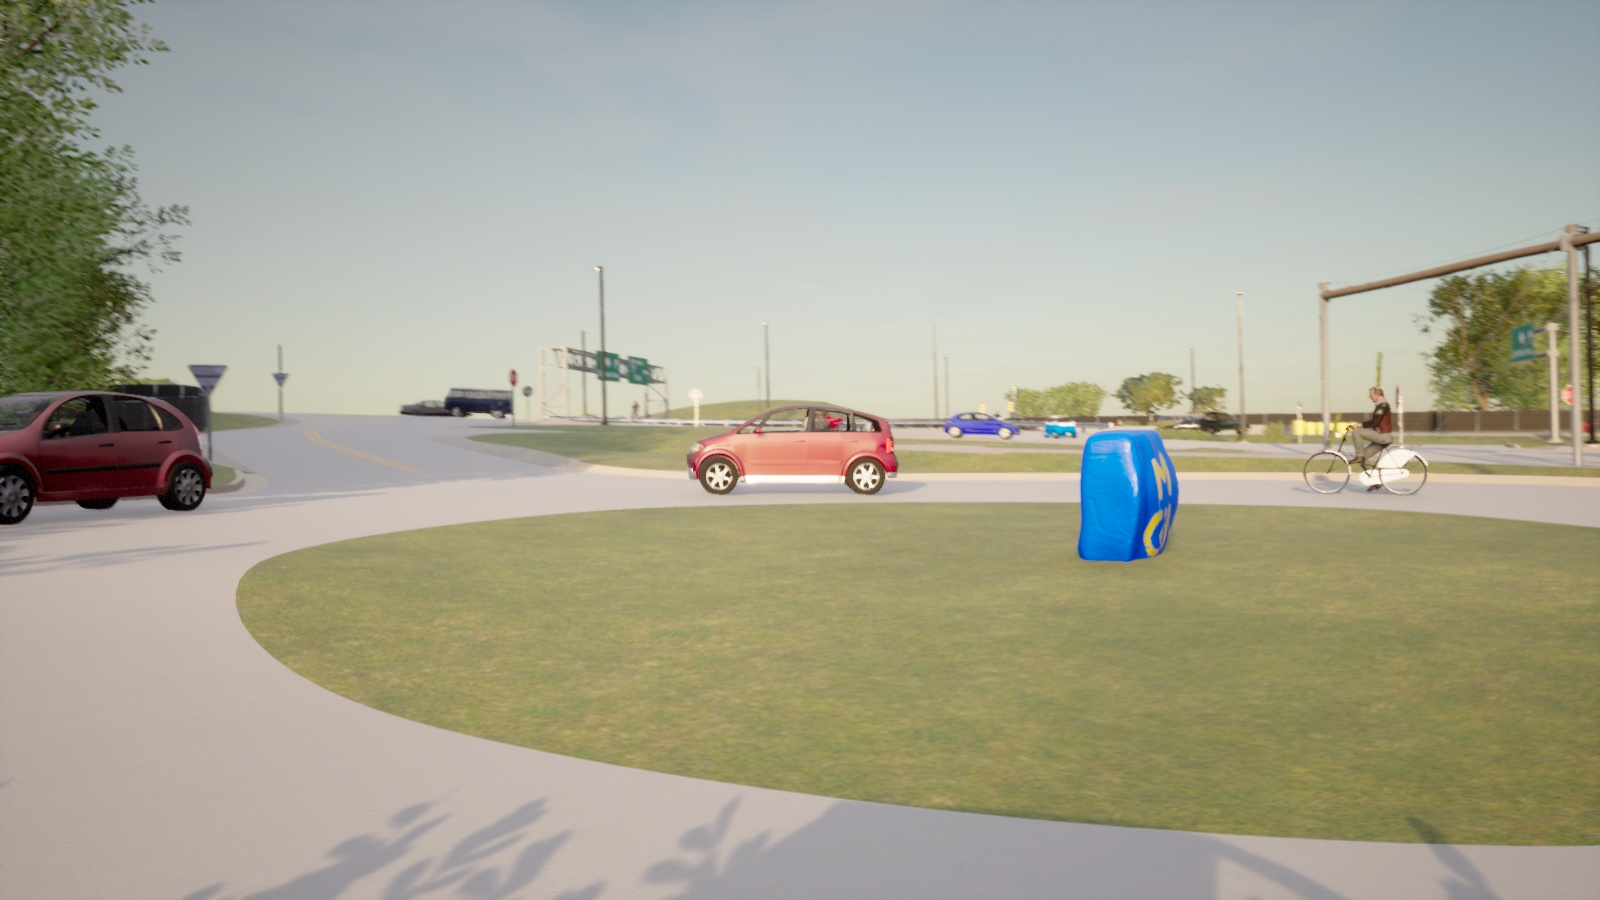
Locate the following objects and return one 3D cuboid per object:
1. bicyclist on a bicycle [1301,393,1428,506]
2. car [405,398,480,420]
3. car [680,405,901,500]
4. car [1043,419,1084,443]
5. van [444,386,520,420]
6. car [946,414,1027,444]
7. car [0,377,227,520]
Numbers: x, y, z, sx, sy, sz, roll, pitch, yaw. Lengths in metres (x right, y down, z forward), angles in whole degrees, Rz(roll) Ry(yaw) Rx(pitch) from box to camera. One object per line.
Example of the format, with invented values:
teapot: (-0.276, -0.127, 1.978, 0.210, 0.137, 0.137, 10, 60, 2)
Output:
bicyclist on a bicycle: (9.166, -0.035, 20.419, 1.843, 1.776, 0.659, 1, 2, 25)
car: (-26.901, -3.057, 94.537, 5.357, 1.411, 2.033, 1, 0, -17)
car: (-0.177, 0.033, 22.105, 3.705, 1.549, 1.789, 1, 1, -1)
car: (15.866, -1.148, 75.545, 1.481, 1.376, 2.207, -1, 2, -19)
van: (-20.551, -3.040, 81.252, 4.442, 1.987, 1.775, 2, 1, -1)
car: (10.354, -1.151, 69.625, 4.193, 1.474, 1.816, 2, 1, 15)
car: (-9.526, -0.039, 15.992, 1.851, 1.617, 3.988, 0, 1, 17)
